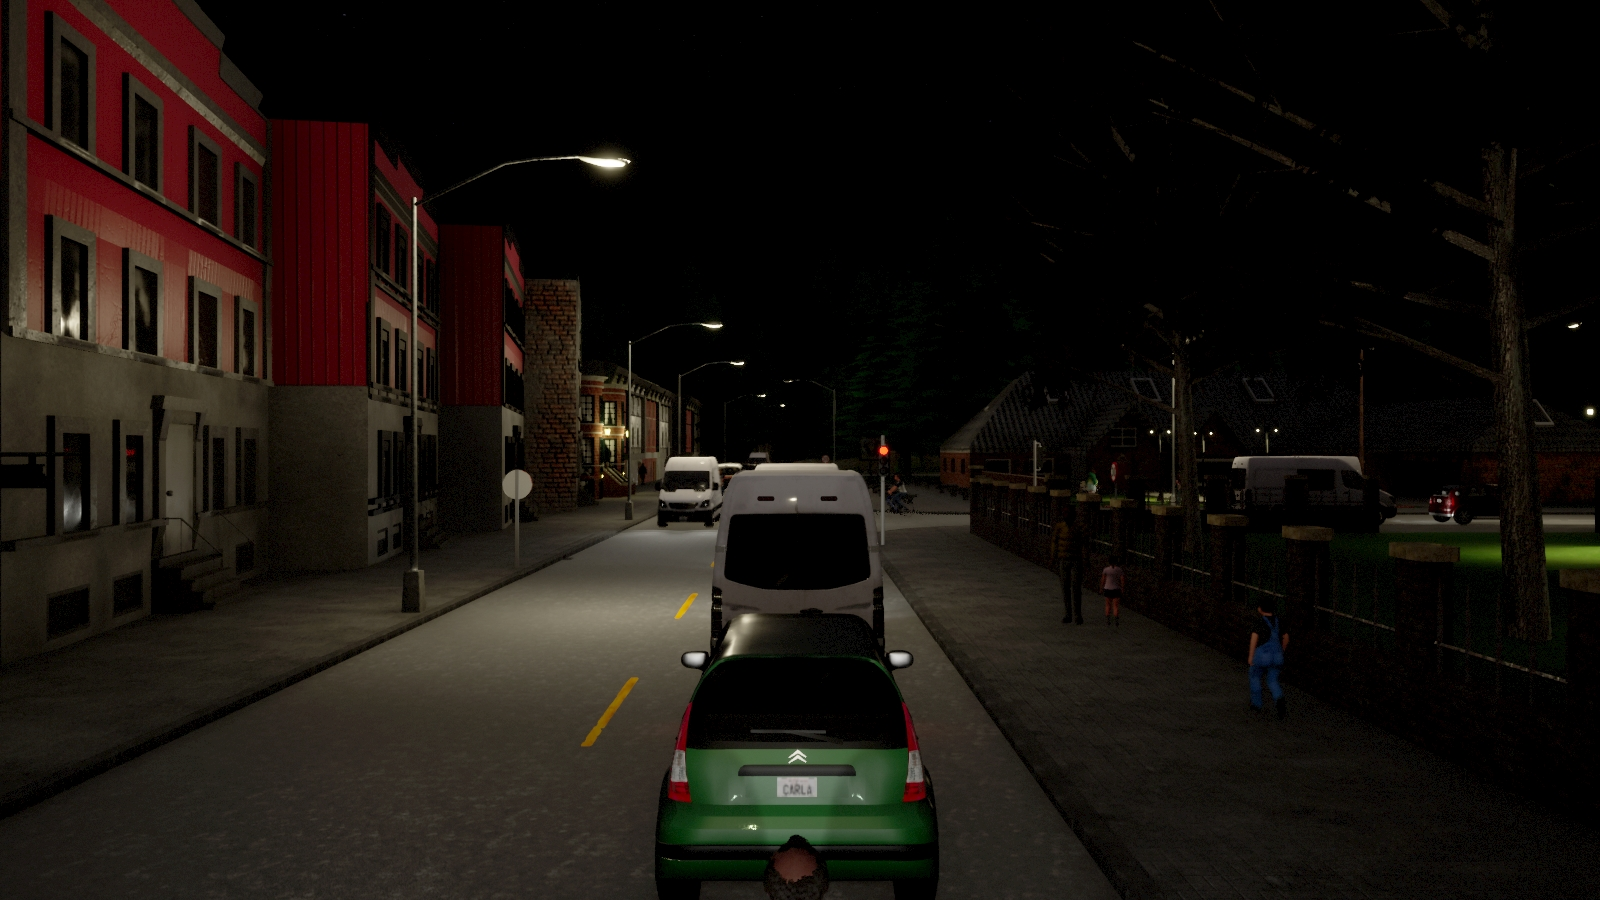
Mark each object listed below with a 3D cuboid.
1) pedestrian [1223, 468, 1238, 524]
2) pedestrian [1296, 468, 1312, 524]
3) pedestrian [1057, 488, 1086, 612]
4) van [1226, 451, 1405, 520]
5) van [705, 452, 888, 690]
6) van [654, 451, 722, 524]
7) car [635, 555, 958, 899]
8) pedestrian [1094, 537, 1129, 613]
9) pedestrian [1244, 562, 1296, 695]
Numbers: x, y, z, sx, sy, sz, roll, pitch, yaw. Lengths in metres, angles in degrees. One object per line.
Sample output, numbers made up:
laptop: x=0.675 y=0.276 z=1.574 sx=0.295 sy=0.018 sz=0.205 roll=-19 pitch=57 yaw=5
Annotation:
pedestrian: x=14.429 y=1.525 z=38.282 sx=0.375 sy=1.860 sz=0.375 roll=0 pitch=0 yaw=6
pedestrian: x=16.821 y=1.525 z=38.154 sx=0.375 sy=1.860 sz=0.375 roll=0 pitch=0 yaw=3
pedestrian: x=4.179 y=1.525 z=17.584 sx=0.375 sy=1.860 sz=0.375 roll=0 pitch=0 yaw=25
van: x=19.552 y=1.314 z=43.543 sx=5.915 sy=2.561 sz=1.988 roll=0 pitch=0 yaw=1
van: x=-0.048 y=1.314 z=15.312 sx=1.988 sy=2.561 sz=5.915 roll=0 pitch=0 yaw=0
van: x=-4.110 y=1.314 z=42.981 sx=1.988 sy=2.561 sz=5.915 roll=0 pitch=0 yaw=0
car: x=-0.023 y=1.779 z=8.527 sx=1.851 sy=1.617 sz=3.988 roll=0 pitch=0 yaw=0
pedestrian: x=4.784 y=1.904 z=17.531 sx=0.500 sy=1.100 sz=0.500 roll=0 pitch=0 yaw=17
pedestrian: x=4.777 y=1.805 z=11.616 sx=0.375 sy=1.300 sz=0.375 roll=0 pitch=0 yaw=0
